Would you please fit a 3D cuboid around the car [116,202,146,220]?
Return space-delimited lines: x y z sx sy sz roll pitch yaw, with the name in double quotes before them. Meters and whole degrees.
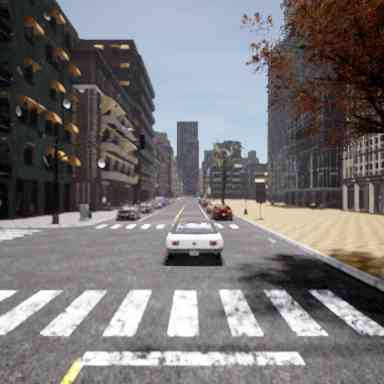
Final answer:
"car" -5.697 1.791 30.256 2.008 1.369 4.403 0 0 0

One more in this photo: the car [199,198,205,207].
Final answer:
"car" 2.675 2.062 57.919 1.802 1.307 4.206 0 -1 0

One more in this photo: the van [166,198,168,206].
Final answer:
"van" -5.705 1.821 57.920 1.690 1.788 3.998 0 -1 0

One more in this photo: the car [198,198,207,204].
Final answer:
"car" 2.668 2.283 85.583 2.008 1.369 4.403 0 -1 0

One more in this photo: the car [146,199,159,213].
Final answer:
"car" -5.700 1.885 41.321 2.008 1.369 4.403 0 0 0

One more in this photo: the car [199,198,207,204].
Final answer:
"car" 2.669 2.225 80.050 1.887 1.381 4.507 0 -1 0

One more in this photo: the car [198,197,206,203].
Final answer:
"car" 2.666 2.225 91.115 1.967 1.590 4.097 0 -1 0

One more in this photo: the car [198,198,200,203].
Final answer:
"car" 2.672 2.105 69.155 1.752 1.417 4.829 0 -1 0

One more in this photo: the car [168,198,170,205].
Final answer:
"car" -5.706 2.110 63.450 1.802 1.307 4.206 0 -1 0

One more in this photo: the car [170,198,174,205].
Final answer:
"car" -5.710 2.068 74.517 1.967 1.590 4.097 0 -1 0

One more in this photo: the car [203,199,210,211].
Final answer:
"car" 2.680 1.862 41.493 1.752 1.417 4.829 0 -1 0

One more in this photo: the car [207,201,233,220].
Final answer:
"car" 2.683 1.786 30.258 1.887 1.381 4.507 0 0 0

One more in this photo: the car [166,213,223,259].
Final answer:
"car" 0.086 1.701 12.921 1.895 1.301 4.718 0 0 0

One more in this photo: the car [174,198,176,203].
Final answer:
"car" -5.715 2.335 91.112 2.008 1.369 4.403 0 -1 0

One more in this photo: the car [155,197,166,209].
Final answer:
"car" -5.703 1.871 52.387 1.967 1.590 4.097 0 -1 0
